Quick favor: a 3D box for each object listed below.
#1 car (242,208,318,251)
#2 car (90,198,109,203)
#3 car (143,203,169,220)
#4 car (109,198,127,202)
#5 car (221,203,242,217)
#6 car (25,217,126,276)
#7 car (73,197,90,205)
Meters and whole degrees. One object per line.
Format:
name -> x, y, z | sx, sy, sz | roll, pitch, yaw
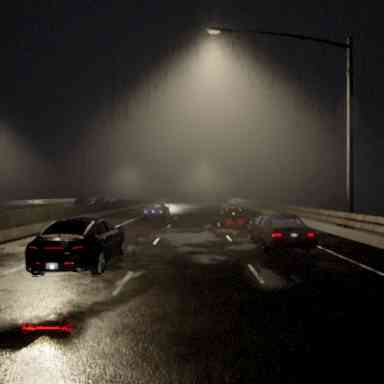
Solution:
car -> 3.671, 1.600, 14.375 | 2.033, 1.411, 5.357 | 0, 0, 1
car -> -16.429, 1.791, 60.782 | 1.837, 1.490, 4.892 | 0, 0, 3
car -> -3.125, 1.667, 29.668 | 2.033, 1.411, 5.357 | 0, 0, 1
car -> -12.926, 1.834, 60.711 | 2.033, 1.411, 5.357 | 0, 0, 2
car -> 3.950, 1.739, 33.511 | 1.895, 1.301, 4.718 | 0, 0, 1
car -> -3.359, 1.540, 10.447 | 1.837, 1.490, 4.892 | 0, 0, 0
car -> -19.933, 1.762, 60.656 | 1.882, 1.535, 5.008 | 0, 0, 3
